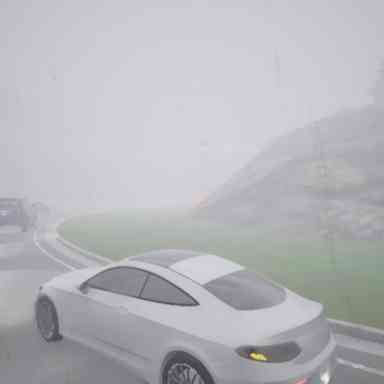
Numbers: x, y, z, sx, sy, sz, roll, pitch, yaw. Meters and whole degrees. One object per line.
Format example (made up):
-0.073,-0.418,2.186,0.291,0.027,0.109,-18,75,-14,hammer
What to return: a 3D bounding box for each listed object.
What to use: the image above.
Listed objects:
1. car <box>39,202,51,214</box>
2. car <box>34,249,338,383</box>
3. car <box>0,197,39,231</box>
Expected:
-16.985,1.767,35.862,1.812,1.442,4.674,0,-1,1,car
-0.457,1.569,4.742,4.674,1.442,1.812,0,0,40,car
-11.479,1.359,21.328,2.150,2.045,5.566,0,0,-19,car
